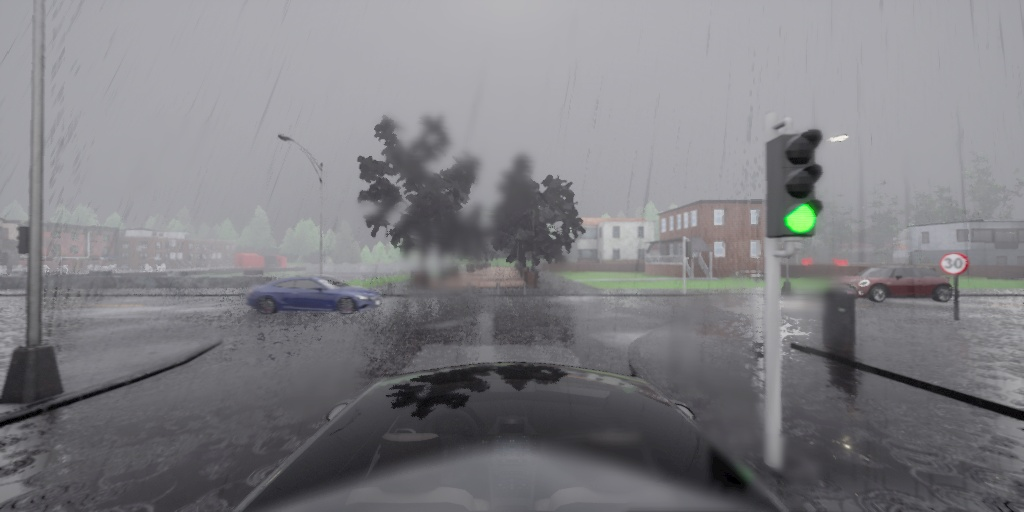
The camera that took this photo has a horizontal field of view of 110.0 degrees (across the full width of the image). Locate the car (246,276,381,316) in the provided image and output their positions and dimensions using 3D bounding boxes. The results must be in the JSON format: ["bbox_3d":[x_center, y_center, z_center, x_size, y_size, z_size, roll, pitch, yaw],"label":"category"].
[{"bbox_3d":[-7.435,1.479,13.636,4.674,1.442,1.812,1,-1,0],"label":"car"}]

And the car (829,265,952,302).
[{"bbox_3d":[18.502,1.294,17.726,4.553,1.767,2.097,0,-1,0],"label":"car"}]
